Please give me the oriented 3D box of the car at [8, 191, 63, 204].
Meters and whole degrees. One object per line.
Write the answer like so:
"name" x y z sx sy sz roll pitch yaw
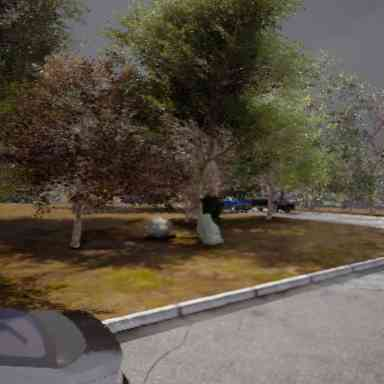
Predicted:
"car" -18.028 0.673 38.402 5.357 1.411 2.033 2 -1 -36

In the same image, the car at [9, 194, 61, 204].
"car" -16.622 0.621 35.331 4.892 1.490 1.837 1 -1 -37

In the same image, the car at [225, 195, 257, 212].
"car" 3.599 1.101 32.764 1.882 1.535 5.008 2 0 -37

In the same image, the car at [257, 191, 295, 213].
"car" 7.586 0.962 33.134 2.150 2.045 5.566 2 0 -37

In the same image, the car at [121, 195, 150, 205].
"car" -6.739 0.772 42.775 4.553 1.767 2.097 1 -1 8

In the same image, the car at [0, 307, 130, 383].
"car" -2.647 1.478 1.466 4.902 1.511 2.128 0 0 -35
